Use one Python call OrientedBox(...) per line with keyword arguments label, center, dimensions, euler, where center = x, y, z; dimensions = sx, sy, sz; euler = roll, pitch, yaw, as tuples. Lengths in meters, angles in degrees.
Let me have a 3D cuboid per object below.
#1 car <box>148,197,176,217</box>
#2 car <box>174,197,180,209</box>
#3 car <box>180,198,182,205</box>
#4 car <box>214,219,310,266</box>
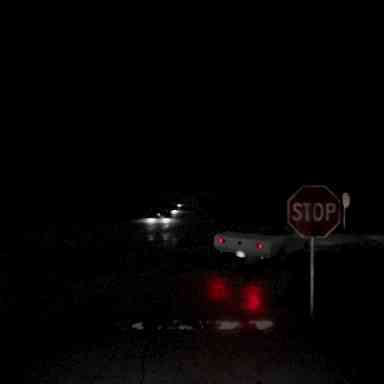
OrientedBox(label="car", center=(-2.827, 1.498, 30.431), dimensions=(2.033, 1.411, 5.357), euler=(0, 0, -1))
OrientedBox(label="car", center=(-2.863, 1.461, 41.712), dimensions=(1.837, 1.490, 4.892), euler=(0, 0, 0))
OrientedBox(label="car", center=(-2.808, 1.545, 60.600), dimensions=(2.033, 1.411, 5.357), euler=(0, 0, 1))
OrientedBox(label="car", center=(2.759, 1.616, 11.682), dimensions=(1.895, 1.301, 4.718), euler=(2, 0, 36))
